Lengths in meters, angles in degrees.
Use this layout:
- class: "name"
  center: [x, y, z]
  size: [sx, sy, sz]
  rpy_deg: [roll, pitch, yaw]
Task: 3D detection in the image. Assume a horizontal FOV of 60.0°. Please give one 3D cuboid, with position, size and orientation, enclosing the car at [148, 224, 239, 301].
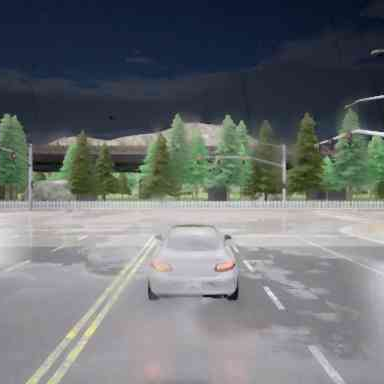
- class: "car"
  center: [0.033, 1.521, 8.216]
  size: [1.812, 1.442, 4.674]
  rpy_deg: [0, 0, 0]
